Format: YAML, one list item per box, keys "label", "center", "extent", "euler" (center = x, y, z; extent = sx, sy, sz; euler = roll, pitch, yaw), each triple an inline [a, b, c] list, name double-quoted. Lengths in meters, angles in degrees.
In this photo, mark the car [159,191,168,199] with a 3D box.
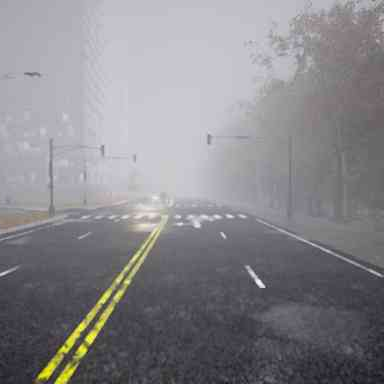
- label: "car"
  center: [-5.697, 0.665, 66.854]
  extent: [1.837, 1.490, 4.892]
  euler: [0, 1, -4]
